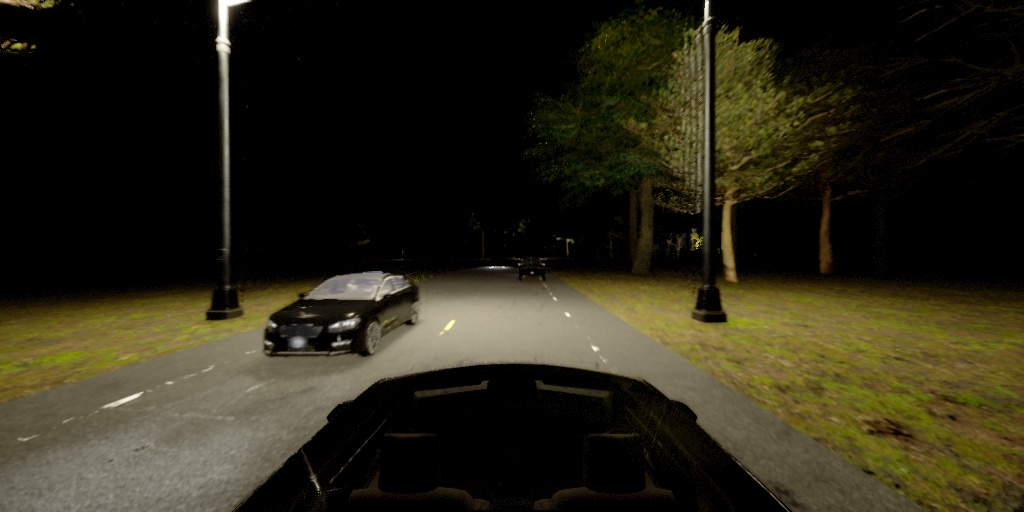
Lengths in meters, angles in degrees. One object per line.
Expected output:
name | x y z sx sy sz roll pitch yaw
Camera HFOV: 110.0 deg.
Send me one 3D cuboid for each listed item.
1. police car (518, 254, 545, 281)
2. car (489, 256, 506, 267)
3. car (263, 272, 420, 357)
police car | 1.462 0.906 27.016 1.930 1.638 5.238 0 1 2
car | -1.972 0.754 50.115 1.994 1.385 4.181 0 1 4
car | -3.554 1.170 8.439 2.128 1.511 4.902 0 1 1
